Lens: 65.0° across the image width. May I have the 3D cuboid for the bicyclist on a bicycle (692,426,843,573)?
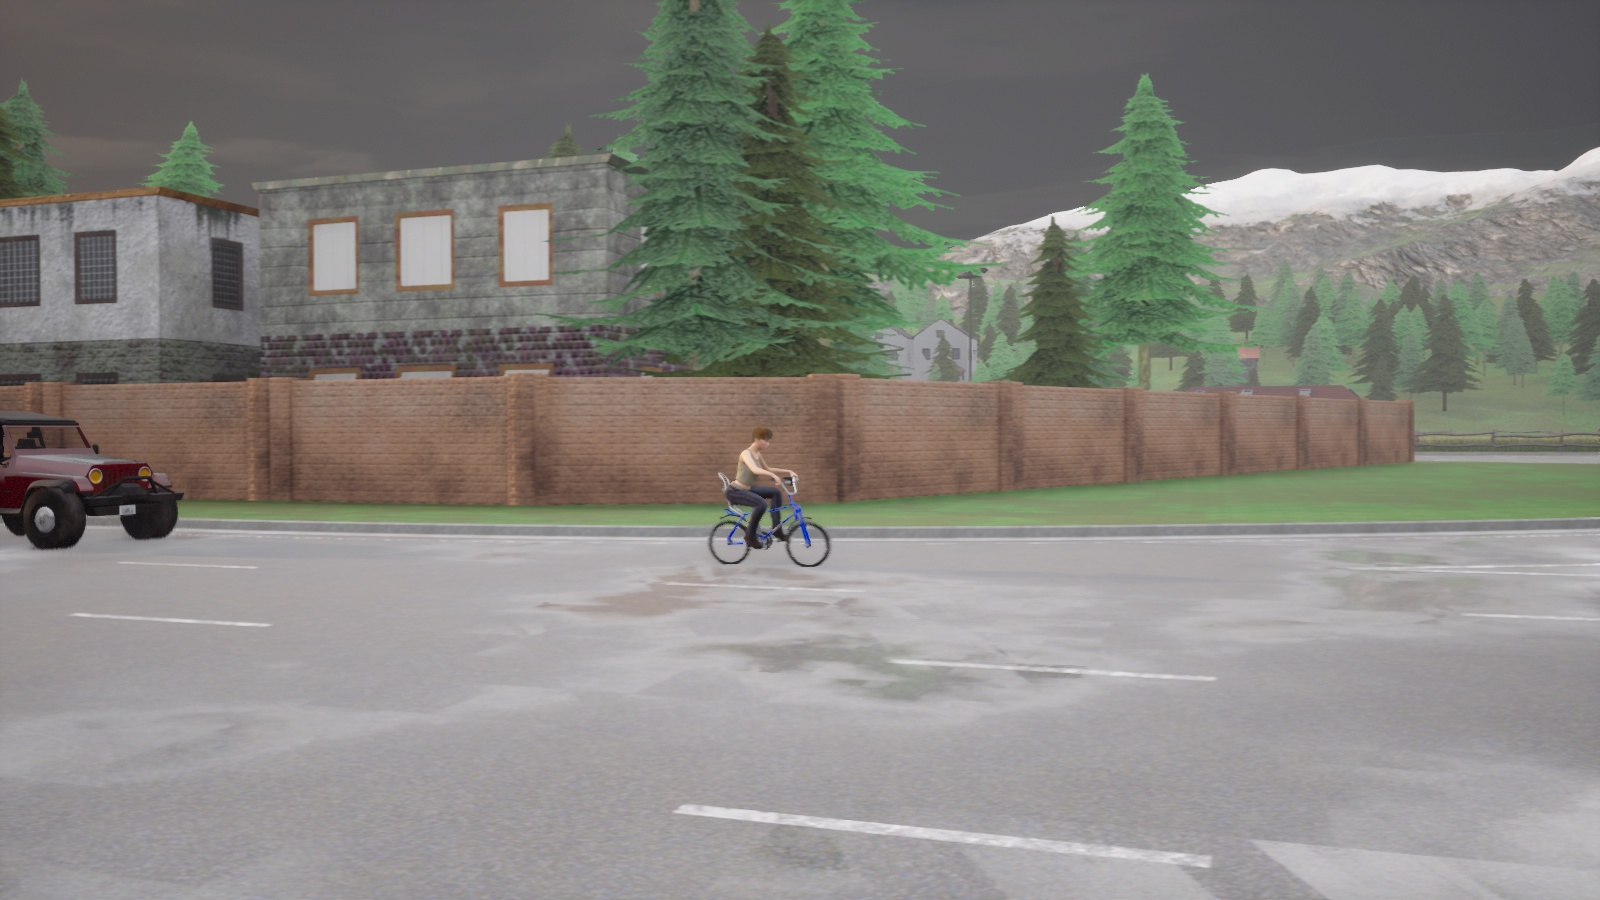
[{"bbox_3d":[-0.363,0.531,14.396,1.509,1.612,0.866,1,1,19],"label":"bicyclist on a bicycle"}]

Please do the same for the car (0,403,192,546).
[{"bbox_3d":[-10.965,0.294,17.956,3.866,1.878,1.905,1,1,19],"label":"car"}]
